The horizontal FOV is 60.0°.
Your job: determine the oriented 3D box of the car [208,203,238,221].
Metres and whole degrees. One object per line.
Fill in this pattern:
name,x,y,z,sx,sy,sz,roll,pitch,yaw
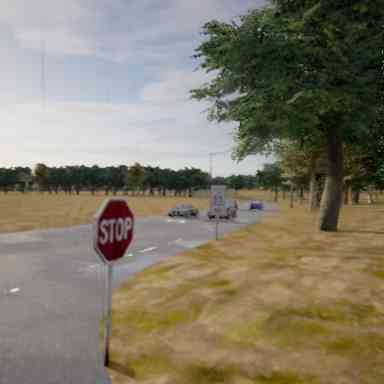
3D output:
car,3.074,2.023,32.382,1.895,1.301,4.718,2,0,20

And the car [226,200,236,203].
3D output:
car,6.048,2.113,52.453,1.837,1.490,4.892,2,0,17

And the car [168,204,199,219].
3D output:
car,-0.792,1.840,32.594,1.994,1.385,4.181,2,0,20

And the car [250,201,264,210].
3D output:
car,11.008,2.258,56.438,1.882,1.535,5.008,2,0,17
